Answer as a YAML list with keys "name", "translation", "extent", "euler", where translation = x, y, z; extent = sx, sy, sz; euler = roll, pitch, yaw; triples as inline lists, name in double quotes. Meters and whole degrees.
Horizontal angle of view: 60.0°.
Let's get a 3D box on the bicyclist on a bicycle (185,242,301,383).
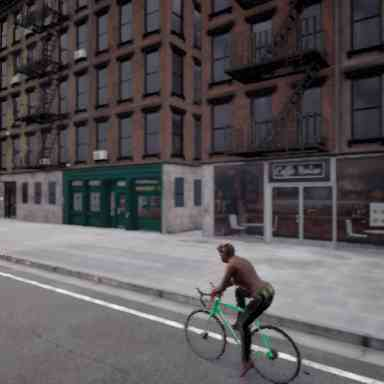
- name: "bicyclist on a bicycle"
  translation: [0.569, 1.489, 4.256]
  extent: [1.656, 1.620, 0.582]
  euler: [0, -1, 35]
